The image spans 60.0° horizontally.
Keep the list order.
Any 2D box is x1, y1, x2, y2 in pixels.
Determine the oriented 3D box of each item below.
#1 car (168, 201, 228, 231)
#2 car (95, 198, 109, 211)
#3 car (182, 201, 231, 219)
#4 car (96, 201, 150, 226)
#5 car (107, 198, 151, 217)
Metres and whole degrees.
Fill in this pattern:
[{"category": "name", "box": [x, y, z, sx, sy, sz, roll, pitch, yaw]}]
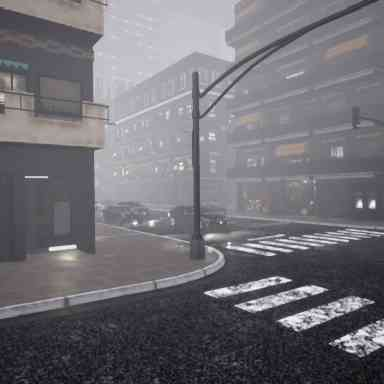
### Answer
[{"category": "car", "box": [0.268, 1.534, 21.209, 1.837, 1.490, 4.892, -1, 1, -36]}, {"category": "car", "box": [-11.347, 1.568, 37.244, 1.812, 1.442, 4.674, -1, 1, -36]}, {"category": "car", "box": [1.198, 1.512, 29.152, 2.008, 1.369, 4.403, -1, 1, -36]}, {"category": "car", "box": [-5.182, 1.632, 24.527, 1.947, 1.339, 4.313, -1, 1, -36]}, {"category": "car", "box": [-5.300, 1.540, 28.887, 1.837, 1.490, 4.892, -1, 1, -36]}]
